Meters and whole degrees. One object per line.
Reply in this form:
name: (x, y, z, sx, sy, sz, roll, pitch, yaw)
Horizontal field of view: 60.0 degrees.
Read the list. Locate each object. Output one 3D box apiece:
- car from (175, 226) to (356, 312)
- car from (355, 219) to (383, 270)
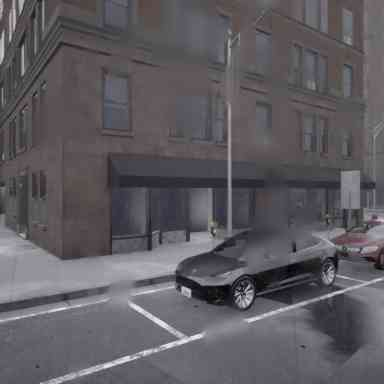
car: (1.661, 1.566, 7.720, 4.313, 1.339, 1.947, 0, 0, -36)
car: (6.139, 1.582, 10.915, 4.206, 1.307, 1.802, 0, 0, -36)
